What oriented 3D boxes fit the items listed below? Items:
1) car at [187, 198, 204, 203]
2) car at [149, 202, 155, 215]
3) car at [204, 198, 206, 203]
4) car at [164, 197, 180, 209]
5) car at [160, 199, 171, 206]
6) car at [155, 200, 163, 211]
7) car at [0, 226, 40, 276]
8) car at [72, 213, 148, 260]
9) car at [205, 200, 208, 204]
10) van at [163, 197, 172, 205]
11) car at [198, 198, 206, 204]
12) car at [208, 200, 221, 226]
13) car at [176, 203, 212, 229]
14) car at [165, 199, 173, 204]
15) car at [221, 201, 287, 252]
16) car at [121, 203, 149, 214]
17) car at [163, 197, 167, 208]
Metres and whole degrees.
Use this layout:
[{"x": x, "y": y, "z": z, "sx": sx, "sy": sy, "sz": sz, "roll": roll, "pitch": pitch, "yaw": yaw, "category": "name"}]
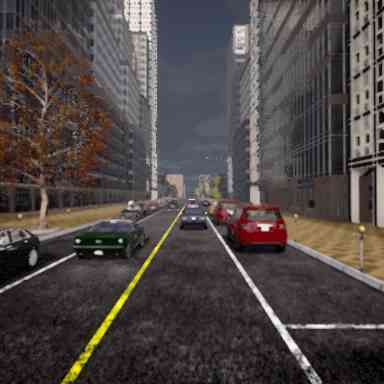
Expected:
[{"x": 0.114, "y": 1.853, "z": 42.238, "sx": 2.033, "sy": 1.649, "sz": 4.856, "roll": 0, "pitch": -1, "yaw": 0, "category": "car"}, {"x": -5.677, "y": 1.944, "z": 37.448, "sx": 1.947, "sy": 1.339, "sz": 4.313, "roll": 0, "pitch": -1, "yaw": 0, "category": "car"}, {"x": 2.712, "y": 2.214, "z": 65.893, "sx": 1.947, "sy": 1.339, "sz": 4.313, "roll": 0, "pitch": -1, "yaw": 0, "category": "car"}, {"x": -3.048, "y": 2.053, "z": 55.247, "sx": 1.837, "sy": 1.490, "sz": 4.892, "roll": 0, "pitch": -1, "yaw": 0, "category": "car"}, {"x": -5.666, "y": 2.246, "z": 71.600, "sx": 1.887, "sy": 1.381, "sz": 4.507, "roll": 0, "pitch": -1, "yaw": 0, "category": "car"}, {"x": -5.673, "y": 2.069, "z": 48.830, "sx": 1.802, "sy": 1.307, "sz": 4.206, "roll": 0, "pitch": -1, "yaw": 0, "category": "car"}, {"x": -5.685, "y": 1.644, "z": 8.988, "sx": 2.008, "sy": 1.369, "sz": 4.403, "roll": 0, "pitch": -1, "yaw": 0, "category": "car"}, {"x": -3.098, "y": 1.738, "z": 13.257, "sx": 1.895, "sy": 1.301, "sz": 4.718, "roll": 0, "pitch": -1, "yaw": 0, "category": "car"}, {"x": 2.704, "y": 1.905, "z": 37.603, "sx": 1.752, "sy": 1.417, "sz": 4.829, "roll": 0, "pitch": -1, "yaw": 0, "category": "car"}, {"x": -5.664, "y": 2.095, "z": 77.294, "sx": 1.690, "sy": 1.788, "sz": 3.998, "roll": 0, "pitch": -1, "yaw": 0, "category": "van"}, {"x": 2.720, "y": 2.298, "z": 88.660, "sx": 1.967, "sy": 1.590, "sz": 4.097, "roll": 0, "pitch": -1, "yaw": 0, "category": "car"}, {"x": 2.702, "y": 1.581, "z": 26.052, "sx": 2.192, "sy": 1.841, "sz": 5.009, "roll": 0, "pitch": -1, "yaw": 0, "category": "car"}, {"x": 0.106, "y": 1.793, "z": 23.948, "sx": 2.033, "sy": 1.411, "sz": 5.357, "roll": 0, "pitch": -1, "yaw": 0, "category": "car"}, {"x": -5.663, "y": 2.388, "z": 82.984, "sx": 1.802, "sy": 1.307, "sz": 4.206, "roll": 0, "pitch": -1, "yaw": 0, "category": "car"}, {"x": 2.699, "y": 1.467, "z": 14.668, "sx": 2.192, "sy": 1.841, "sz": 5.009, "roll": 0, "pitch": -1, "yaw": 0, "category": "car"}, {"x": -5.678, "y": 1.873, "z": 31.756, "sx": 2.008, "sy": 1.369, "sz": 4.403, "roll": 0, "pitch": -1, "yaw": 0, "category": "car"}, {"x": -5.670, "y": 2.146, "z": 60.216, "sx": 2.008, "sy": 1.369, "sz": 4.403, "roll": 0, "pitch": -1, "yaw": 0, "category": "car"}]
